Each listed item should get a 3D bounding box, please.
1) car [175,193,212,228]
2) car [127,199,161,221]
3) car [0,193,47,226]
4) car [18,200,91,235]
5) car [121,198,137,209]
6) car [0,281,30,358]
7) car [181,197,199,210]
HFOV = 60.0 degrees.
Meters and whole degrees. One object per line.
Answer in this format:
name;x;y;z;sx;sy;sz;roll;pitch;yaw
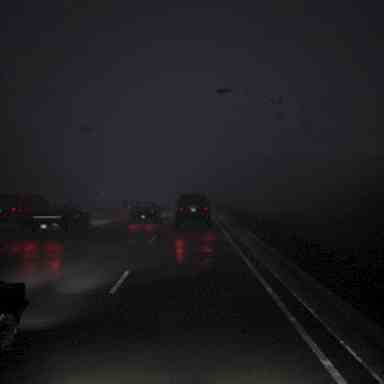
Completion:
car;0.068;1.088;21.450;2.150;2.045;5.566;0;0;0
car;-3.441;1.443;25.631;1.895;1.301;4.718;0;0;0
car;-10.432;1.097;20.682;2.150;2.045;5.566;0;0;0
car;-6.927;1.382;17.946;2.128;1.511;4.902;0;0;0
car;-7.335;1.354;40.205;1.895;1.301;4.718;0;0;-4
car;-3.407;1.583;2.954;1.895;1.301;4.718;0;0;0
car;-0.337;1.351;40.352;1.895;1.301;4.718;0;0;-4
